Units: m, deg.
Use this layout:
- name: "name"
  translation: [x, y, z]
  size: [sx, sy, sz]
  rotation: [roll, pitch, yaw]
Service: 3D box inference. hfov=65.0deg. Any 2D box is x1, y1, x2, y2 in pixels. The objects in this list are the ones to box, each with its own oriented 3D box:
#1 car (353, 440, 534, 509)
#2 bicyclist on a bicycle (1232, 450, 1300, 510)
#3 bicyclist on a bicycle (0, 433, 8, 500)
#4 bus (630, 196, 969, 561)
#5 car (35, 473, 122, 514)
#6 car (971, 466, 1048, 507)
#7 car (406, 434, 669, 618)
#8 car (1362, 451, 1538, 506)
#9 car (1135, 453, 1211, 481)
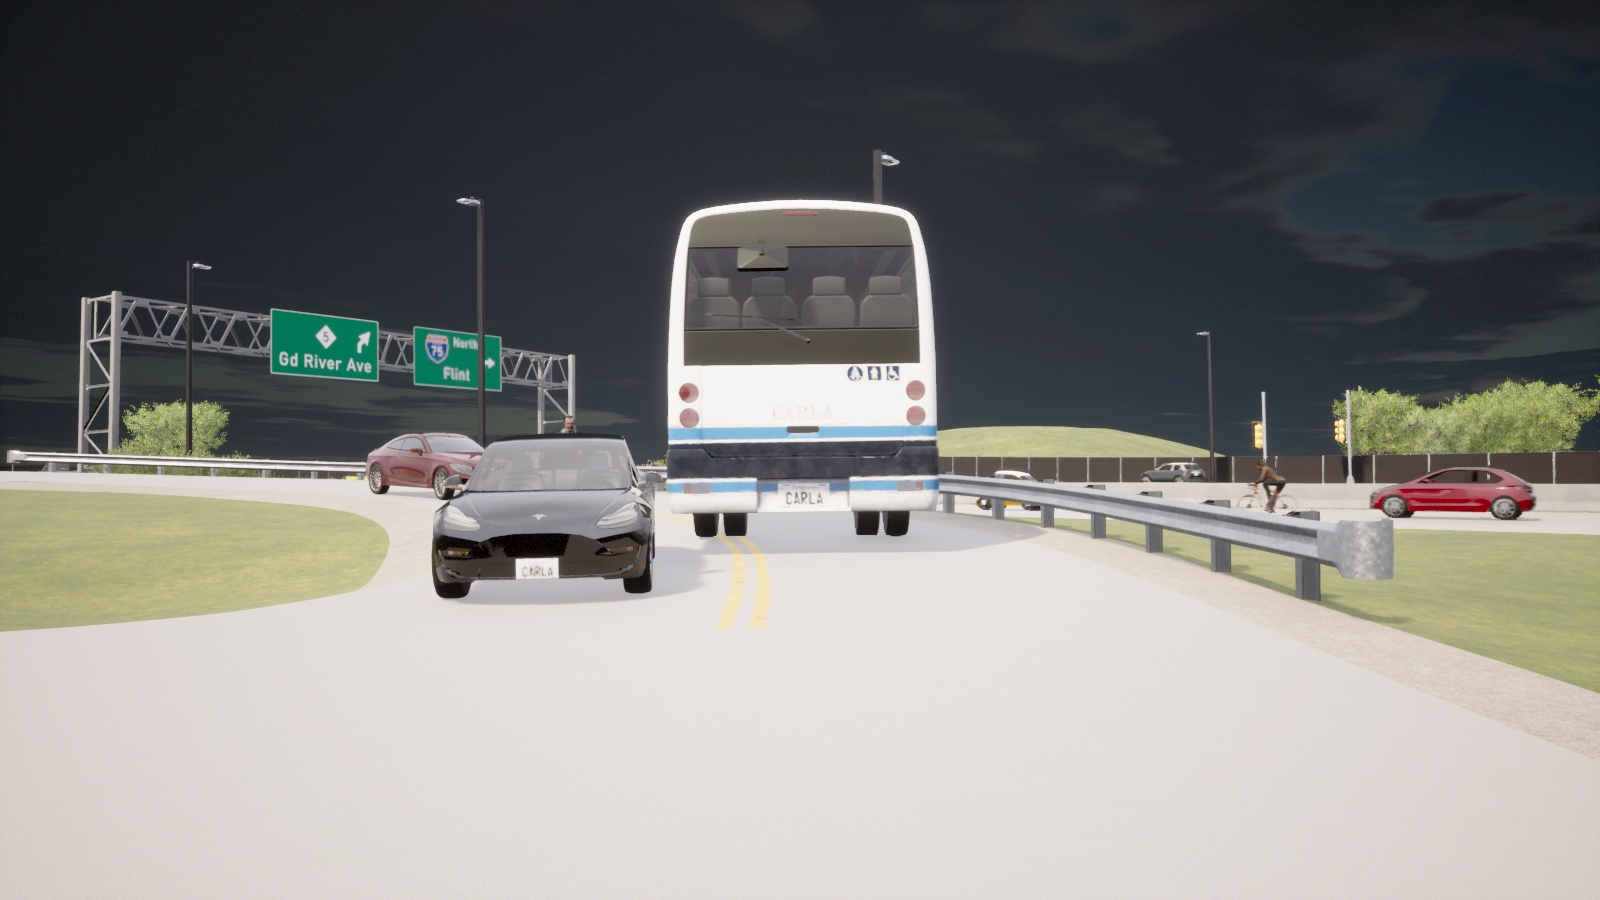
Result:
- name: "car"
  translation: [-8.144, 0.505, 28.431]
  size: [4.674, 1.442, 1.812]
  rotation: [0, 1, 44]
- name: "bicyclist on a bicycle"
  translation: [13.018, 0.849, 35.113]
  size: [1.656, 1.620, 0.582]
  rotation: [-2, -2, 35]
- name: "bicyclist on a bicycle"
  translation: [-19.882, 0.403, 29.892]
  size: [0.582, 1.620, 1.656]
  rotation: [0, 0, 35]
- name: "bus"
  translation: [-0.063, -0.938, 20.250]
  size: [3.944, 4.253, 10.273]
  rotation: [-2, 1, -1]
- name: "car"
  translation: [-34.163, 2.057, 59.407]
  size: [4.605, 1.855, 1.932]
  rotation: [-2, -2, 37]
- name: "car"
  translation: [7.234, 1.242, 43.379]
  size: [2.207, 1.376, 1.481]
  rotation: [-1, -1, 35]
- name: "car"
  translation: [-2.491, 0.617, 13.154]
  size: [2.163, 1.488, 4.792]
  rotation: [-2, 1, -6]
- name: "car"
  translation: [18.410, 0.827, 35.632]
  size: [4.193, 1.474, 1.816]
  rotation: [-2, -2, 35]
- name: "car"
  translation: [21.243, 0.980, 71.651]
  size: [1.970, 1.475, 3.806]
  rotation: [-1, -1, -28]
